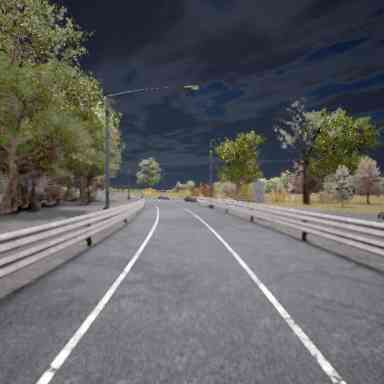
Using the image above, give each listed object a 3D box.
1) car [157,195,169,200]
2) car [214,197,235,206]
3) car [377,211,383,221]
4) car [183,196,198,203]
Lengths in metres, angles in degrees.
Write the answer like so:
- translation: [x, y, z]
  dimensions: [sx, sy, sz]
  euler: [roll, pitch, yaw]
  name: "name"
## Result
- translation: [-7.879, 1.447, 89.694]
  dimensions: [2.033, 1.411, 5.357]
  euler: [0, 0, -22]
  name: "car"
- translation: [5.442, 1.639, 56.851]
  dimensions: [2.033, 1.411, 5.357]
  euler: [0, 0, -22]
  name: "car"
- translation: [17.472, 1.806, 27.186]
  dimensions: [1.994, 1.385, 4.181]
  euler: [0, 0, -22]
  name: "car"
- translation: [-0.263, 1.556, 70.915]
  dimensions: [2.033, 1.411, 5.357]
  euler: [0, 0, -22]
  name: "car"
